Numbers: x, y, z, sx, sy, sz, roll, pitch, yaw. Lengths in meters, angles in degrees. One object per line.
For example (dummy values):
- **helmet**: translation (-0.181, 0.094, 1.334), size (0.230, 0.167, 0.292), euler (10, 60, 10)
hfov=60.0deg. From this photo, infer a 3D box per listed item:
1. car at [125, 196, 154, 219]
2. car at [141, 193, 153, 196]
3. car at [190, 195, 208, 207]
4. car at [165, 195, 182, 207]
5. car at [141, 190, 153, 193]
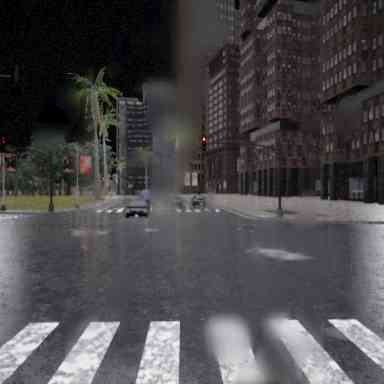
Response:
- **car**: translation (-4.449, 1.386, 28.127), size (2.033, 1.411, 5.357), euler (0, 1, -4)
- **car**: translation (-6.487, 1.162, 48.582), size (1.895, 1.301, 4.718), euler (0, 1, -7)
- **car**: translation (0.900, 1.144, 43.057), size (1.837, 1.490, 4.892), euler (0, 1, -6)
- **car**: translation (-2.360, 1.129, 42.963), size (2.128, 1.511, 4.902), euler (0, 1, -6)
- **car**: translation (-9.025, 0.549, 66.300), size (2.150, 2.045, 5.566), euler (0, 0, -9)
